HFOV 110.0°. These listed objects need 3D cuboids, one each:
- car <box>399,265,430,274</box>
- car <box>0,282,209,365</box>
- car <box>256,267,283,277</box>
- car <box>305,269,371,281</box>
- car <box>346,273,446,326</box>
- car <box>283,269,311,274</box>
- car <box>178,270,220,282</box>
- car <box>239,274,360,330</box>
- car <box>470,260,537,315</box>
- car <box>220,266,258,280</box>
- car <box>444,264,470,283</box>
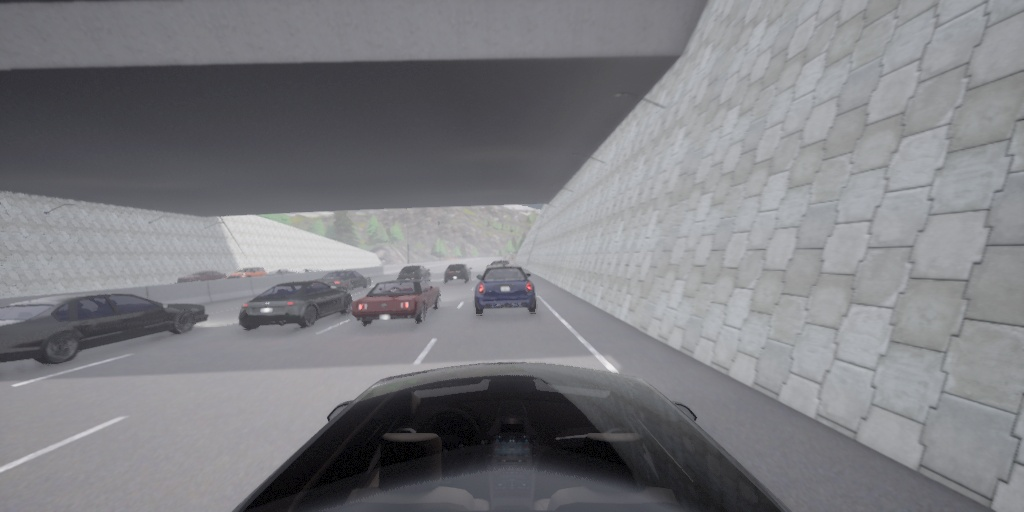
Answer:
[{"bbox_3d":[-7.900,1.500,29.306,1.837,1.490,4.892,-2,0,-2],"label":"car"},{"bbox_3d":[-10.617,1.654,9.013,2.033,1.411,5.357,-2,0,-2],"label":"car"},{"bbox_3d":[-25.999,2.168,40.230,1.994,1.385,4.181,-2,0,-2],"label":"car"},{"bbox_3d":[-11.214,1.661,24.013,2.033,1.411,5.357,-2,0,-2],"label":"car"},{"bbox_3d":[-3.737,1.469,12.521,1.895,1.301,4.718,-2,0,-2],"label":"car"},{"bbox_3d":[-22.468,2.085,39.342,1.895,1.301,4.718,-2,0,-2],"label":"car"},{"bbox_3d":[-32.927,2.320,38.281,1.882,1.535,5.008,-2,0,-2],"label":"car"},{"bbox_3d":[-7.237,1.552,12.469,1.994,1.385,4.181,-2,0,-2],"label":"car"},{"bbox_3d":[-0.296,1.101,13.893,2.097,1.767,4.553,-2,0,-2],"label":"car"},{"bbox_3d":[-29.499,2.076,40.091,2.097,1.767,4.553,-2,0,-2],"label":"car"},{"bbox_3d":[-4.404,1.381,29.454,1.837,1.490,4.892,-2,0,-2],"label":"car"}]
